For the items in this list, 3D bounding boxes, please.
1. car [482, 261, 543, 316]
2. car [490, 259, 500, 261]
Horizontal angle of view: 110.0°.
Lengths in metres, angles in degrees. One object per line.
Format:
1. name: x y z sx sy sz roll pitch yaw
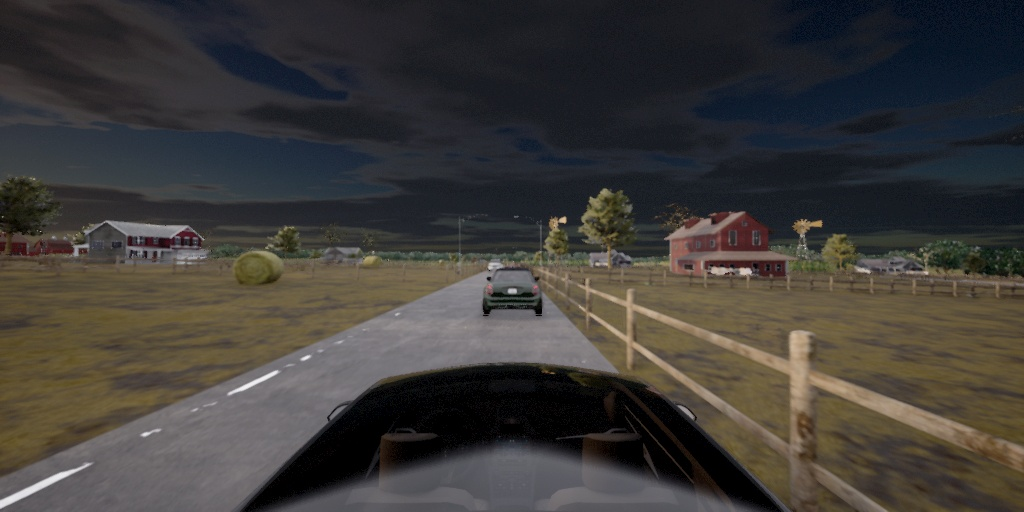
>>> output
1. car: 0.036 1.214 14.150 2.097 1.767 4.553 0 -1 0
2. car: -2.821 1.585 60.344 2.150 2.045 5.566 0 -1 1
